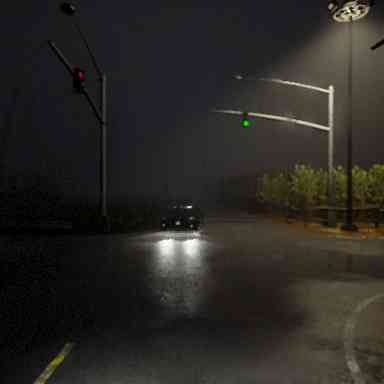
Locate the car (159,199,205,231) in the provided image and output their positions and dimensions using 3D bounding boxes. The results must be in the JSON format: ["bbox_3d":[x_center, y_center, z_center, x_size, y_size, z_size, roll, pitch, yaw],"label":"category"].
[{"bbox_3d":[-0.411,1.331,18.576,1.994,1.385,4.181,0,1,9],"label":"car"}]

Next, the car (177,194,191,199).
[{"bbox_3d":[-1.064,0.935,44.643,1.895,1.301,4.718,0,1,-3],"label":"car"}]
